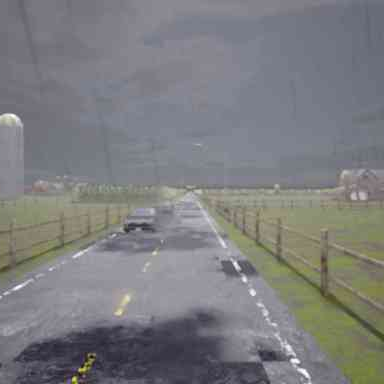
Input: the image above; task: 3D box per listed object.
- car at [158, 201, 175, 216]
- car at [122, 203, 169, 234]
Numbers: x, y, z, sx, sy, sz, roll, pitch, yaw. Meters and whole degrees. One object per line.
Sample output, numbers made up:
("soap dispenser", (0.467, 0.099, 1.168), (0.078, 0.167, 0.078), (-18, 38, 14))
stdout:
("car", (-2.768, 1.627, 34.106), (2.033, 1.411, 5.357), (0, 0, 0))
("car", (-2.780, 1.596, 20.058), (2.033, 1.411, 5.357), (0, 0, 0))
